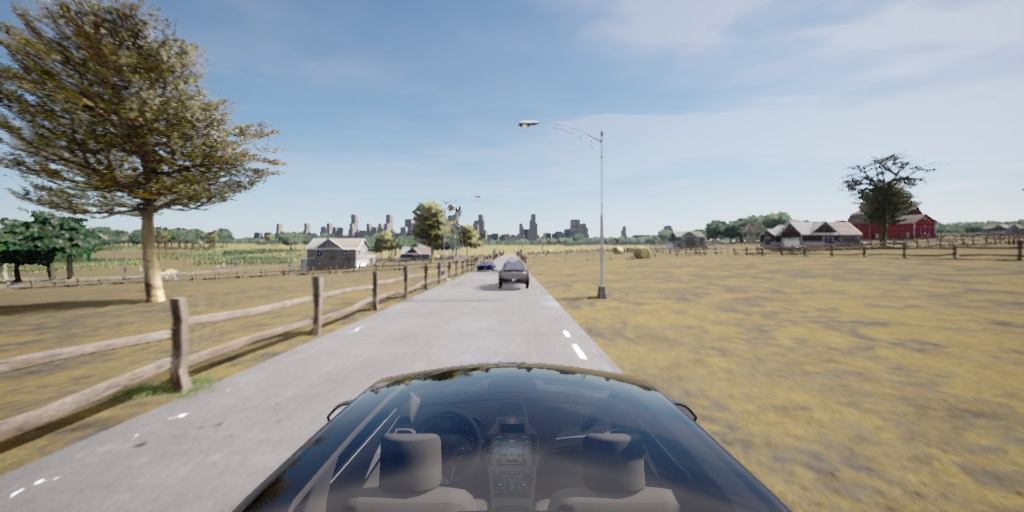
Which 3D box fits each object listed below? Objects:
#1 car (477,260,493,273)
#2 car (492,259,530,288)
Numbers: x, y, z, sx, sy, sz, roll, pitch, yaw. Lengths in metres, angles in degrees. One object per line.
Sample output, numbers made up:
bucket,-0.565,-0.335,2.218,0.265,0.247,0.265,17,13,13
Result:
car,-2.827,1.125,39.838,1.895,1.301,4.718,0,0,0
car,0.108,1.124,22.478,2.128,1.511,4.902,0,0,0
